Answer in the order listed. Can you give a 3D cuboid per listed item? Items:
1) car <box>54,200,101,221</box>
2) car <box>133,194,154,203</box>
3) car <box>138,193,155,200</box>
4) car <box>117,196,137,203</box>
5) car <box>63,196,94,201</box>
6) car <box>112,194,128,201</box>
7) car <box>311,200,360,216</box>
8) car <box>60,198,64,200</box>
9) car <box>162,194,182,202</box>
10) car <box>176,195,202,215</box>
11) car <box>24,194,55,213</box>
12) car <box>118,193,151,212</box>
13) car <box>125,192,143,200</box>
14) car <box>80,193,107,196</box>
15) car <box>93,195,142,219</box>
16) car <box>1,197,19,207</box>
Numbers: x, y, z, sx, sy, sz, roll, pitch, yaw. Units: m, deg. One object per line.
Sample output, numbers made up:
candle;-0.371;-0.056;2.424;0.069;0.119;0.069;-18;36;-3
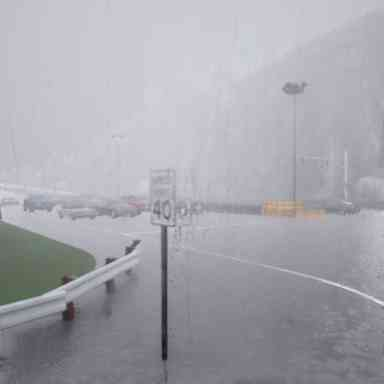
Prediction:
car;-9.761;1.640;28.142;1.895;1.301;4.718;0;0;-39
car;-9.911;1.301;67.801;1.882;1.535;5.008;0;1;-39
car;-10.922;1.130;80.316;1.837;1.490;4.892;0;1;-39
car;-12.929;1.425;65.973;1.895;1.301;4.718;0;1;-39
car;-12.314;1.527;36.932;1.837;1.490;4.892;0;0;-39
car;-16.401;1.193;75.959;1.994;1.385;4.181;0;1;-39
car;13.875;1.529;32.496;1.812;1.442;4.674;0;0;-36
car;-19.296;1.525;51.351;1.895;1.301;4.718;0;1;-39
car;-4.436;1.286;72.163;1.882;1.535;5.008;0;1;-39
car;-1.006;1.376;34.015;2.097;1.767;4.553;0;0;-39
car;-17.676;1.238;38.059;2.150;2.045;5.566;0;0;-37
car;-5.569;1.247;34.097;2.150;2.045;5.566;0;0;-39
car;-13.641;0.991;78.111;2.097;1.767;4.553;0;1;-39
car;-16.246;1.148;53.146;2.150;2.045;5.566;0;0;-39
car;-6.780;1.386;30.024;2.097;1.767;4.553;0;0;-39
car;-27.766;1.489;50.797;1.895;1.301;4.718;0;1;-38
